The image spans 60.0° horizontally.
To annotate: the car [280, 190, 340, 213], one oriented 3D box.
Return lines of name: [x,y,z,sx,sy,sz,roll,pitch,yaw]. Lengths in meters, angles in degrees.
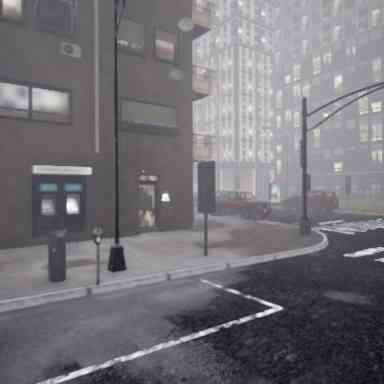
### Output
car: [10.012,0.771,28.420,2.192,1.841,5.009,1,1,-36]

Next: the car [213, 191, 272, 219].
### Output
car: [3.265,0.839,23.451,2.192,1.841,5.009,1,1,-36]

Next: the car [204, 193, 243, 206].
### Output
car: [3.493,0.815,37.402,1.947,1.339,4.313,1,1,-36]

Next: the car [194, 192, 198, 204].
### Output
car: [0.235,0.711,41.892,1.947,1.339,4.313,1,1,-36]
